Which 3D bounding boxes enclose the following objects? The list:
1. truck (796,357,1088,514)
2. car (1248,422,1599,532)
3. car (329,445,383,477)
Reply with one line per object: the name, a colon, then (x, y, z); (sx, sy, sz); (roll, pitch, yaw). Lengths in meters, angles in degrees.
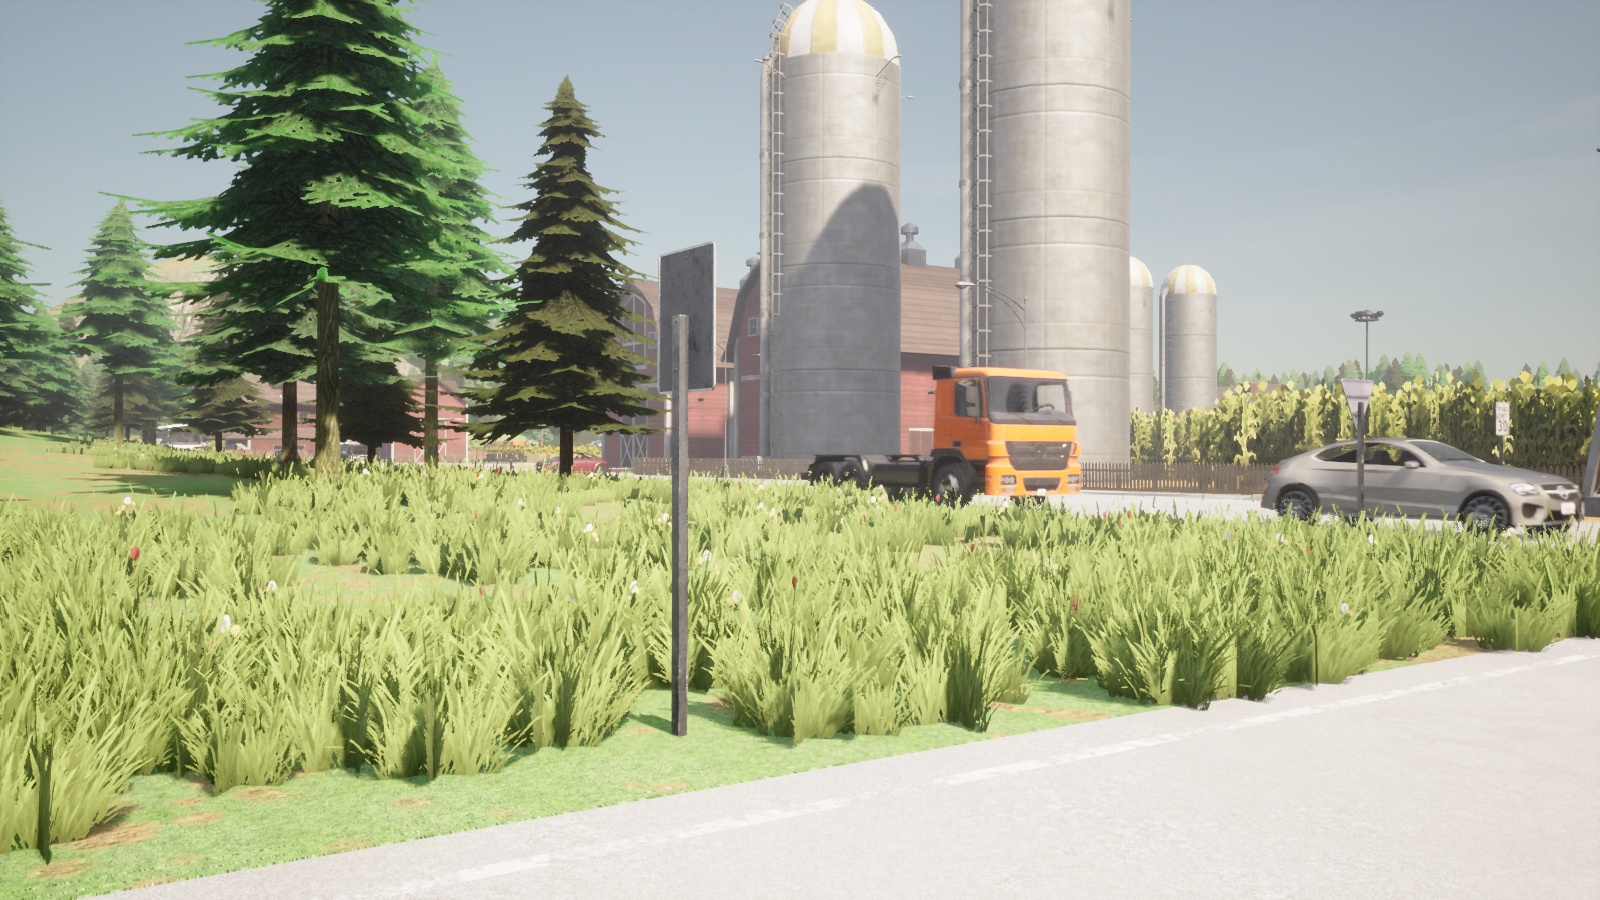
truck: (3.315, -0.305, 31.930); (2.891, 3.462, 7.936); (0, 0, -34)
car: (10.474, 0.414, 21.438); (2.152, 1.651, 5.027); (0, 0, -34)
car: (-27.053, 0.666, 76.439); (1.932, 1.855, 4.605); (0, 0, -34)
